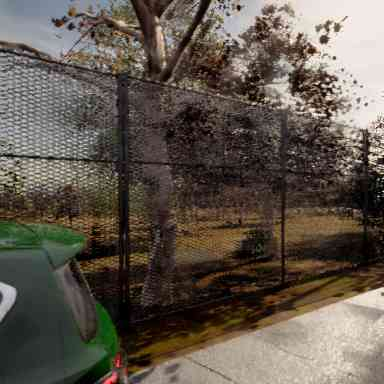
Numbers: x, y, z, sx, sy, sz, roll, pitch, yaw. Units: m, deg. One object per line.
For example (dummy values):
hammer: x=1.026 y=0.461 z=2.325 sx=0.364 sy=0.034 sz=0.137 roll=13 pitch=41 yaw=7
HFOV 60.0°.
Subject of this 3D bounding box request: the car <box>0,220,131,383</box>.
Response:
car: x=-2.911 y=1.211 z=1.005 sx=5.566 sy=2.045 sz=2.150 roll=0 pitch=1 yaw=-36
